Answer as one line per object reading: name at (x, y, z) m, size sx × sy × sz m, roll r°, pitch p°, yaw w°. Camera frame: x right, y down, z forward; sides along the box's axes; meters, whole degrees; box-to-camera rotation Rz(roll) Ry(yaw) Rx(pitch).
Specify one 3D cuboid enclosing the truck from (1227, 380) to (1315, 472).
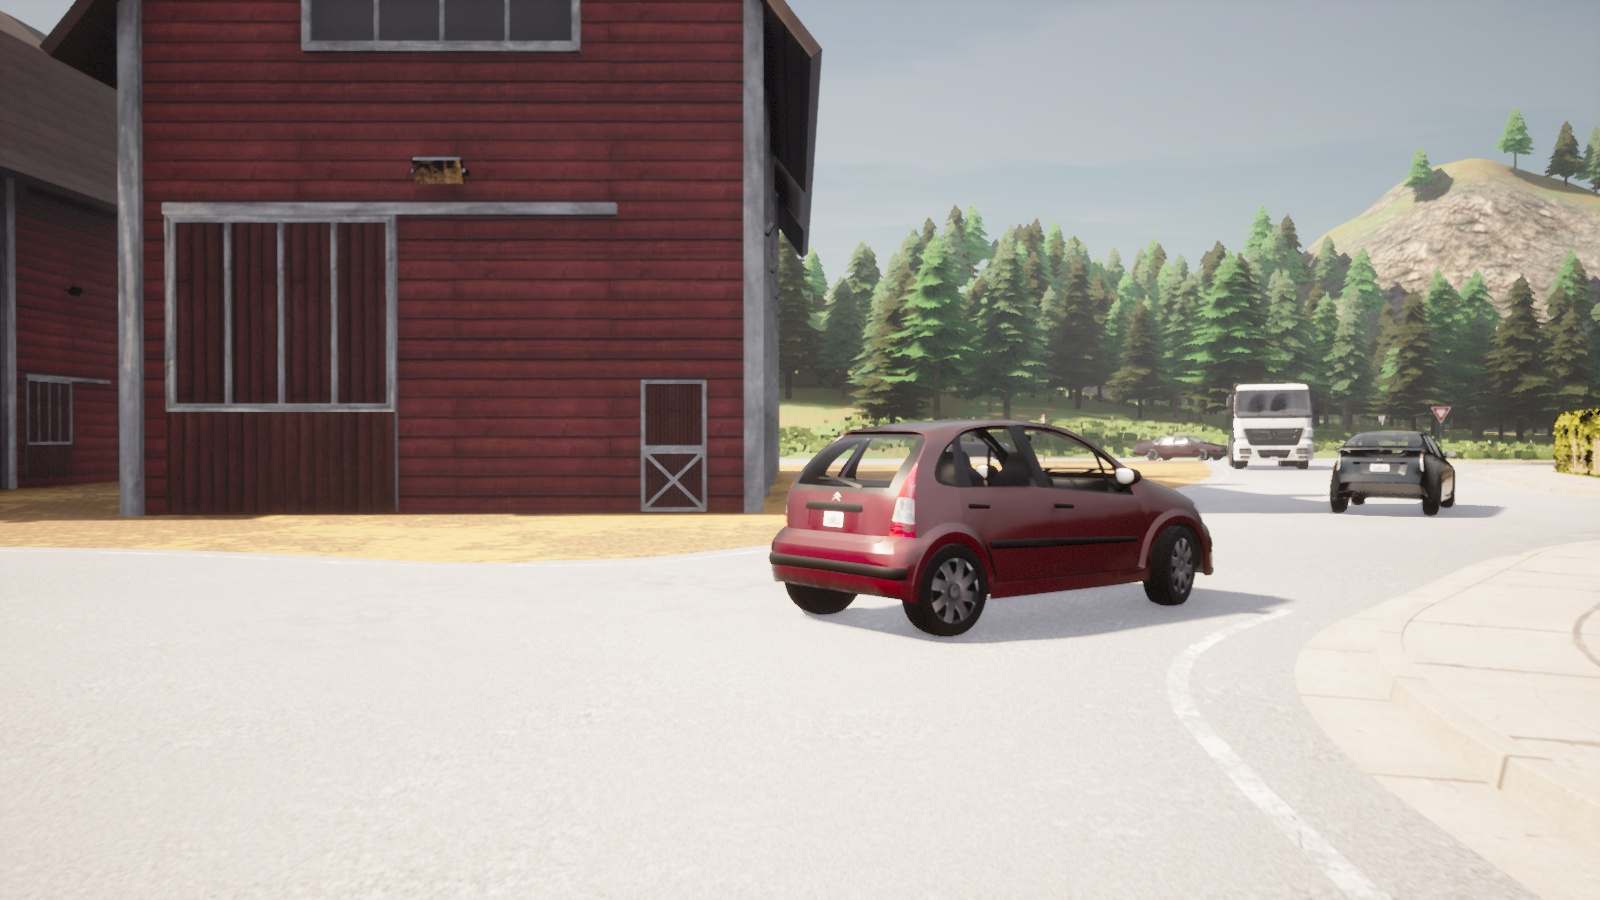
truck at (19.269, -0.968, 51.775) m, size 2.891 × 3.462 × 7.936 m, roll 0°, pitch 1°, yaw 17°

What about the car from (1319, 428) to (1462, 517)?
car at (11.411, 0.358, 24.089) m, size 2.007 × 1.525 × 4.514 m, roll 0°, pitch 1°, yaw 31°

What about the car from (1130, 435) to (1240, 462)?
car at (20.942, -0.080, 68.473) m, size 5.357 × 1.411 × 2.033 m, roll 0°, pitch 0°, yaw 45°

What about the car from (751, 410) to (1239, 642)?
car at (1.752, 0.505, 10.683) m, size 3.988 × 1.617 × 1.851 m, roll -1°, pitch 1°, yaw -37°
